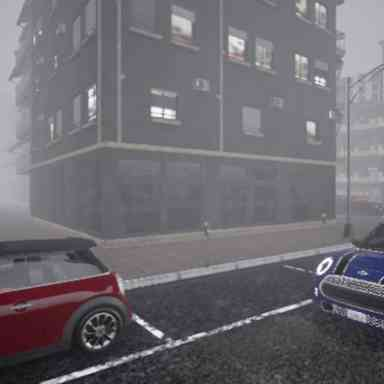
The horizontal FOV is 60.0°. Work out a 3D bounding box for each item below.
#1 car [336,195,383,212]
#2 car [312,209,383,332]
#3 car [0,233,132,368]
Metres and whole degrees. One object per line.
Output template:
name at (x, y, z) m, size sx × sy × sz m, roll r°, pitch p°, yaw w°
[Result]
car at (15.406, 1.239, 31.772) m, size 2.192 × 1.841 × 5.009 m, roll 0°, pitch 0°, yaw -36°
car at (4.402, 1.346, 6.508) m, size 4.553 × 1.767 × 2.097 m, roll 0°, pitch 0°, yaw -35°
car at (-2.988, 1.440, 4.428) m, size 4.097 × 1.590 × 1.967 m, roll 0°, pitch 0°, yaw -35°
